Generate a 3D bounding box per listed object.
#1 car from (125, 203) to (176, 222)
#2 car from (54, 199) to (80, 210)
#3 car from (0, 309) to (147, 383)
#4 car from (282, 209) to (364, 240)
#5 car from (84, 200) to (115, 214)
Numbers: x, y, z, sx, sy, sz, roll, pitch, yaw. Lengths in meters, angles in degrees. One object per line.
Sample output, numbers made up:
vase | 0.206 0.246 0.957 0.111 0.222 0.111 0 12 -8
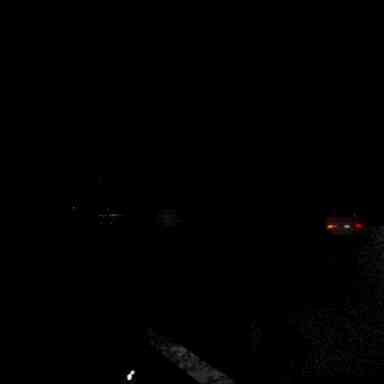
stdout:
car | -3.492 1.567 27.054 2.033 1.411 5.357 0 0 -39
car | -16.174 1.566 42.885 2.033 1.411 5.357 0 0 -39
car | -2.582 1.490 1.969 4.902 1.511 2.128 0 0 -37
car | 6.494 1.570 17.110 2.033 1.411 5.357 0 0 -7
car | -9.698 1.583 34.785 1.994 1.385 4.181 0 0 -39
